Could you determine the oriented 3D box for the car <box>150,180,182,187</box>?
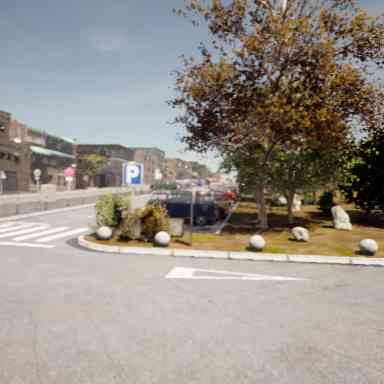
[{"bbox_3d":[-5.502,-1.251,65.475,5.566,2.045,2.435,1,3,10],"label":"car"}]

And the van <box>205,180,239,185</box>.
[{"bbox_3d":[4.608,-0.254,47.564,4.442,1.987,1.878,1,3,11],"label":"van"}]

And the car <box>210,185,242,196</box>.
[{"bbox_3d":[5.477,-0.231,53.054,4.792,1.488,2.163,1,3,10],"label":"car"}]

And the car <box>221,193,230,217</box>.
[{"bbox_3d":[-0.054,1.040,23.056,4.792,1.488,2.163,1,3,10],"label":"car"}]

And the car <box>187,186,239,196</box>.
[{"bbox_3d":[1.955,0.545,33.962,5.008,1.535,2.097,1,3,10],"label":"car"}]

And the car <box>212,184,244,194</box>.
[{"bbox_3d":[6.339,-0.496,58.534,5.366,1.575,1.946,1,3,11],"label":"car"}]

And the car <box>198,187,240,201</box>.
[{"bbox_3d":[3.469,0.198,42.143,5.008,1.535,2.097,1,3,10],"label":"car"}]

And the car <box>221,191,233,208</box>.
[{"bbox_3d":[0.243,0.886,25.821,5.366,1.575,1.946,1,3,11],"label":"car"}]

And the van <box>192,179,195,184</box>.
[{"bbox_3d":[-2.281,-1.922,81.972,4.442,1.987,1.878,1,3,10],"label":"van"}]

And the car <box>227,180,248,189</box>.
[{"bbox_3d":[12.088,-2.041,88.486,5.566,2.045,2.435,1,3,10],"label":"car"}]

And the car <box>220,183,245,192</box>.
[{"bbox_3d":[8.559,-0.947,69.405,5.008,1.535,2.097,1,3,11],"label":"car"}]

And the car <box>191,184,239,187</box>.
[{"bbox_3d":[2.490,0.304,36.679,4.553,1.767,2.185,1,3,10],"label":"car"}]

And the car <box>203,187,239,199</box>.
[{"bbox_3d":[3.978,0.124,44.873,4.674,1.452,2.002,1,3,11],"label":"car"}]

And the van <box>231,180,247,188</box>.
[{"bbox_3d":[13.248,-2.279,93.914,4.442,1.987,1.878,1,3,10],"label":"van"}]

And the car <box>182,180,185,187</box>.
[{"bbox_3d":[-4.450,-1.191,70.989,4.674,1.452,2.002,1,3,10],"label":"car"}]

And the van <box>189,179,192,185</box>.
[{"bbox_3d":[-3.023,-1.807,79.263,4.442,1.987,1.878,1,3,10],"label":"van"}]

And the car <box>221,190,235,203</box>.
[{"bbox_3d":[0.961,0.807,28.509,4.792,1.488,2.163,1,3,11],"label":"car"}]

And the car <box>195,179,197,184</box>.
[{"bbox_3d":[-1.857,-1.790,84.753,4.792,1.488,2.163,1,3,10],"label":"car"}]

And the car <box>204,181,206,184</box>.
[{"bbox_3d":[4.800,-1.291,77.018,2.033,1.411,5.357,1,3,10],"label":"car"}]

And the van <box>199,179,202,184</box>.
[{"bbox_3d":[-0.226,-2.432,92.992,4.442,1.987,1.878,1,3,10],"label":"van"}]

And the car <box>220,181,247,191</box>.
[{"bbox_3d":[9.038,-1.313,72.126,5.566,2.045,2.435,1,3,11],"label":"car"}]

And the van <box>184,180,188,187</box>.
[{"bbox_3d":[-3.820,-1.569,73.710,4.442,1.987,1.878,1,3,10],"label":"van"}]

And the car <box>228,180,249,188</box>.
[{"bbox_3d":[12.653,-2.171,91.203,5.566,2.045,2.435,1,3,10],"label":"car"}]

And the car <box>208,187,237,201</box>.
[{"bbox_3d":[1.435,0.662,31.239,4.892,1.521,2.231,1,3,10],"label":"car"}]

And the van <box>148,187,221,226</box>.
[{"bbox_3d":[-0.702,0.898,20.346,4.442,1.987,1.878,1,3,11],"label":"van"}]

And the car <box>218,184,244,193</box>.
[{"bbox_3d":[7.544,-0.717,63.951,4.892,1.521,2.231,1,3,10],"label":"car"}]

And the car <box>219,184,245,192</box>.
[{"bbox_3d":[8.051,-0.832,66.678,5.008,1.535,2.097,1,3,10],"label":"car"}]

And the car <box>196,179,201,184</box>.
[{"bbox_3d":[-0.852,-2.077,90.266,4.892,1.521,2.231,1,3,10],"label":"car"}]

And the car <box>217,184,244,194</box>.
[{"bbox_3d":[7.058,-0.573,61.223,4.792,1.488,2.163,1,3,11],"label":"car"}]

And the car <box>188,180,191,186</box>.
[{"bbox_3d":[-3.431,-1.462,76.496,5.008,1.535,2.097,1,3,10],"label":"car"}]
